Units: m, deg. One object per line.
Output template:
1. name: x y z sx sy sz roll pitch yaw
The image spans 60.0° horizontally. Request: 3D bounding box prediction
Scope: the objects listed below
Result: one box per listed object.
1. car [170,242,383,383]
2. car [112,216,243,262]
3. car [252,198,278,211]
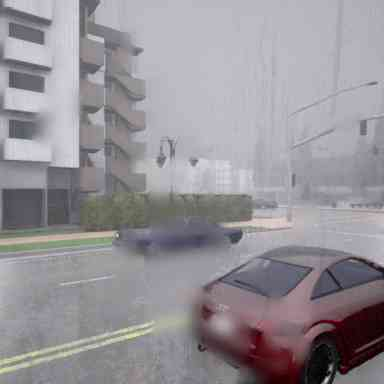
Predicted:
1. car: 1.993 1.564 5.184 4.181 1.385 1.994 0 0 -36
2. car: -0.432 1.601 12.238 4.718 1.301 1.895 0 0 -35
3. car: 8.467 1.504 41.703 1.837 1.490 4.892 0 0 -36
